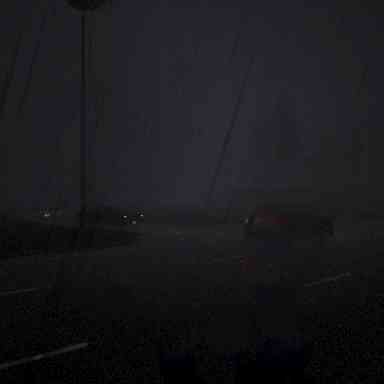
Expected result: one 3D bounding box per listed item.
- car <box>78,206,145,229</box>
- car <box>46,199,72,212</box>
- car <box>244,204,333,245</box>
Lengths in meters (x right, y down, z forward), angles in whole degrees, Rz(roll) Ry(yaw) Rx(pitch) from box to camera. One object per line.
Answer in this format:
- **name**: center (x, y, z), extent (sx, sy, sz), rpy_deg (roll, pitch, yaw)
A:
- **car**: center (-5.378, 1.596, 22.026), extent (4.718, 1.301, 1.895), rpy_deg (0, 0, 35)
- **car**: center (-15.281, 1.558, 38.325), extent (1.994, 1.385, 4.181), rpy_deg (0, 0, -6)
- **car**: center (4.629, 1.345, 15.649), extent (4.553, 1.767, 2.097), rpy_deg (0, 0, -36)
